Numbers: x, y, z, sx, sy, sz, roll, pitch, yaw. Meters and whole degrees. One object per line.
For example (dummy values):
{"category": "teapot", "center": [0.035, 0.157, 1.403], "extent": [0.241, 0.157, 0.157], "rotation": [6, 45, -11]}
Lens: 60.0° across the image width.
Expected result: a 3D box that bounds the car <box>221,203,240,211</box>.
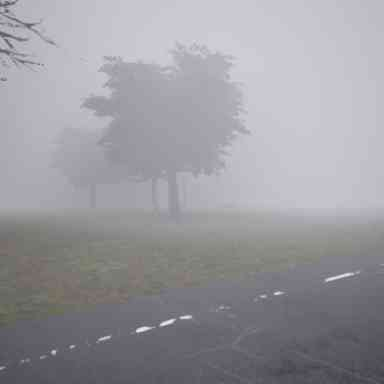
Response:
{"category": "car", "center": [8.004, 3.114, 69.495], "extent": [1.812, 1.442, 4.674], "rotation": [-2, 0, -35]}
